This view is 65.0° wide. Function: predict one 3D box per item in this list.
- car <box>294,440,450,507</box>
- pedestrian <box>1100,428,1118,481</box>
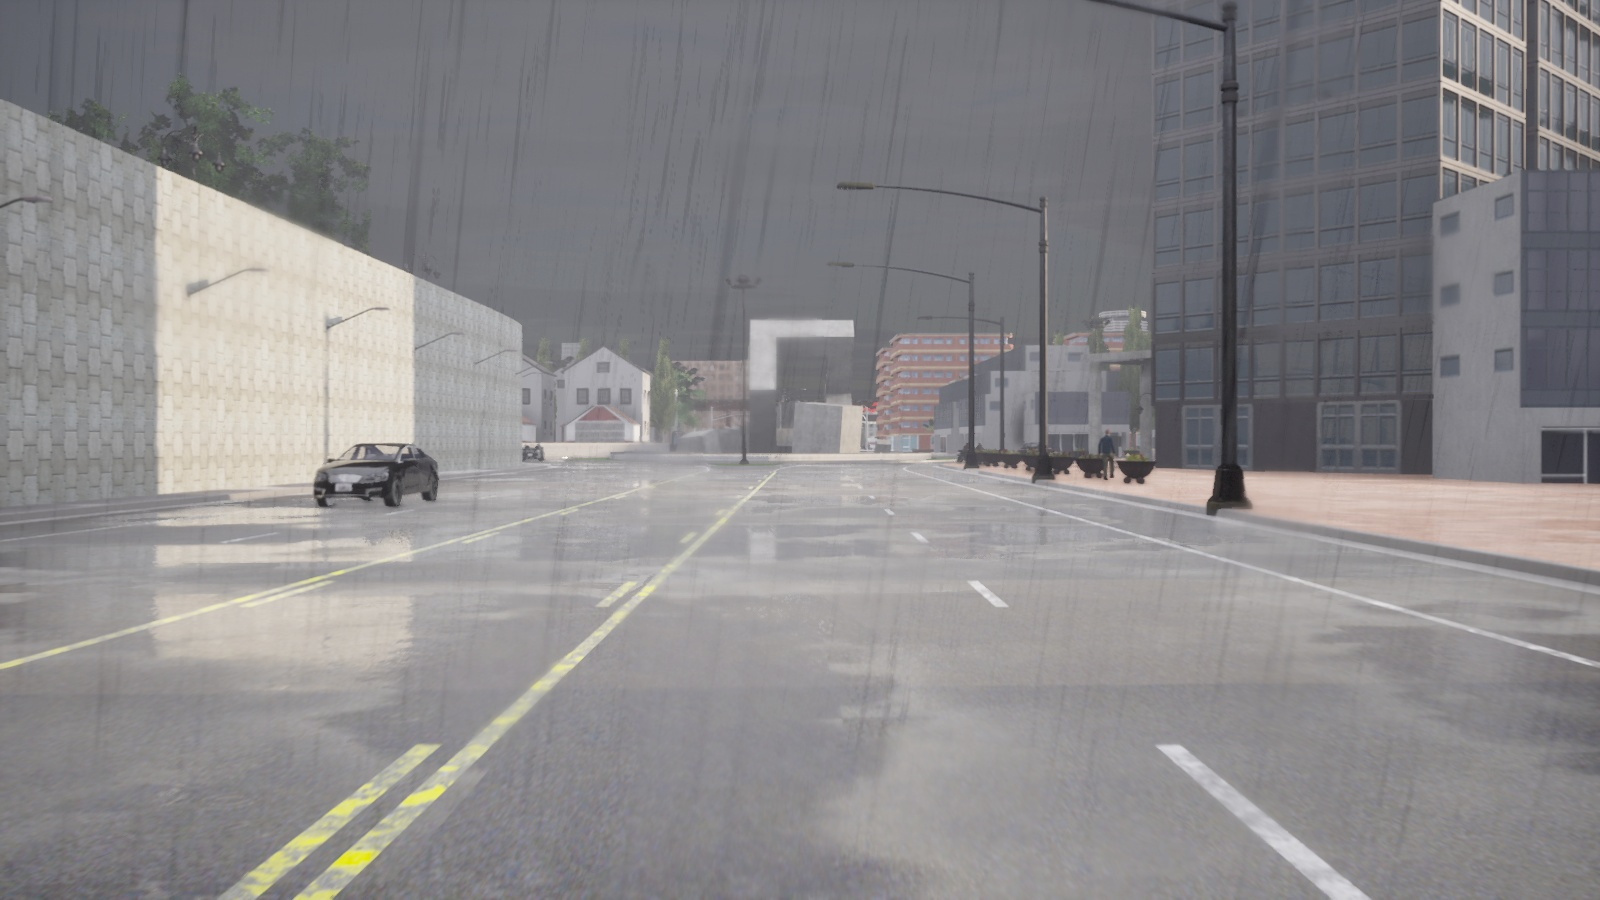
[{"bbox_3d":[-10.310,0.521,30.692,2.128,1.511,4.902,0,0,0],"label":"car"},{"bbox_3d":[10.850,0.165,44.108,0.402,1.842,0.726,0,0,33],"label":"pedestrian"}]
